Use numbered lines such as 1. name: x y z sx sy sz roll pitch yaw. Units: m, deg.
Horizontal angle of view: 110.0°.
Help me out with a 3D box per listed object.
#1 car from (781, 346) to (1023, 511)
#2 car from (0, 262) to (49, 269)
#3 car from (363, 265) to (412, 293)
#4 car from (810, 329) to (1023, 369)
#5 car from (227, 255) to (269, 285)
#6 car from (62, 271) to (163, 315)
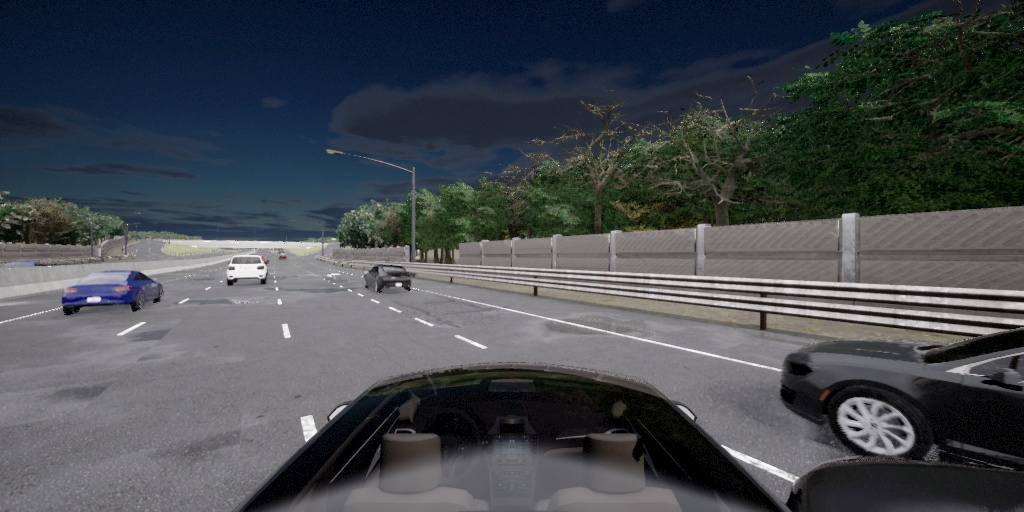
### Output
1. car: 2.984 1.315 0.544 4.181 1.385 1.994 0 0 34
2. car: -36.863 1.207 26.971 1.882 1.535 5.008 0 0 -34
3. car: -7.425 1.256 21.179 1.837 1.490 4.892 0 0 -34
4. car: 5.067 1.255 2.748 1.837 1.490 4.892 0 0 -34
5. car: -19.137 0.963 26.037 2.150 2.045 5.566 0 0 -34
6. car: -15.037 1.273 13.694 1.812 1.442 4.674 0 0 -34
